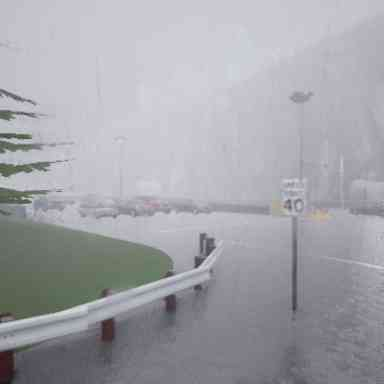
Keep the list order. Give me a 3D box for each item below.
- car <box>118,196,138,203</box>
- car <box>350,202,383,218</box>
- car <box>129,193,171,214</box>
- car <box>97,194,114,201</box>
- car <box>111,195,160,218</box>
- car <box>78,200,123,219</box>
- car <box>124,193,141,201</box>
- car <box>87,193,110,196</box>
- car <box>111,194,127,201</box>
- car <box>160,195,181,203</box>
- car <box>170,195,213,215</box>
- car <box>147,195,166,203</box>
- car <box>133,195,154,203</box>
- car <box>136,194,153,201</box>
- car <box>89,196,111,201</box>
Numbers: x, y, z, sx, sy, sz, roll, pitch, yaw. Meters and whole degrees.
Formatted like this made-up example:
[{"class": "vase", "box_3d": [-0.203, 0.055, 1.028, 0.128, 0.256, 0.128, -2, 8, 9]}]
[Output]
[{"class": "car", "box_3d": [-13.074, 1.540, 67.328, 1.895, 1.301, 4.718, 0, 1, -41]}, {"class": "car", "box_3d": [17.391, 1.678, 31.681, 1.812, 1.442, 4.674, 1, -1, -26]}, {"class": "car", "box_3d": [-4.421, 1.318, 35.778, 2.150, 2.045, 5.566, 0, 0, -41]}, {"class": "car", "box_3d": [-19.596, 1.275, 74.875, 1.812, 1.442, 4.674, 0, 1, -41]}, {"class": "car", "box_3d": [-5.465, 1.441, 31.659, 2.097, 1.767, 4.553, 0, 0, -41]}, {"class": "car", "box_3d": [-8.368, 1.675, 29.656, 1.895, 1.301, 4.718, 0, 0, -41]}, {"class": "car", "box_3d": [-14.278, 1.132, 79.428, 2.097, 1.767, 4.553, 0, 1, -41]}, {"class": "car", "box_3d": [-16.169, 1.204, 54.729, 2.150, 2.045, 5.566, 0, 1, -41]}, {"class": "car", "box_3d": [-16.948, 1.316, 77.164, 1.994, 1.385, 4.181, 0, 1, -41]}, {"class": "car", "box_3d": [-4.840, 1.457, 73.858, 1.882, 1.535, 5.008, 0, 1, -41]}, {"class": "car", "box_3d": [0.141, 1.468, 35.881, 2.097, 1.767, 4.553, 0, 0, -41]}, {"class": "car", "box_3d": [-7.758, 1.489, 71.882, 1.812, 1.442, 4.674, 0, 1, -41]}, {"class": "car", "box_3d": [-10.133, 1.431, 69.277, 1.882, 1.535, 5.008, 0, 1, -41]}, {"class": "car", "box_3d": [-11.652, 1.290, 81.741, 1.837, 1.490, 4.892, 0, 1, -41]}, {"class": "car", "box_3d": [-11.274, 1.570, 38.332, 1.837, 1.490, 4.892, 0, 1, -41]}]
